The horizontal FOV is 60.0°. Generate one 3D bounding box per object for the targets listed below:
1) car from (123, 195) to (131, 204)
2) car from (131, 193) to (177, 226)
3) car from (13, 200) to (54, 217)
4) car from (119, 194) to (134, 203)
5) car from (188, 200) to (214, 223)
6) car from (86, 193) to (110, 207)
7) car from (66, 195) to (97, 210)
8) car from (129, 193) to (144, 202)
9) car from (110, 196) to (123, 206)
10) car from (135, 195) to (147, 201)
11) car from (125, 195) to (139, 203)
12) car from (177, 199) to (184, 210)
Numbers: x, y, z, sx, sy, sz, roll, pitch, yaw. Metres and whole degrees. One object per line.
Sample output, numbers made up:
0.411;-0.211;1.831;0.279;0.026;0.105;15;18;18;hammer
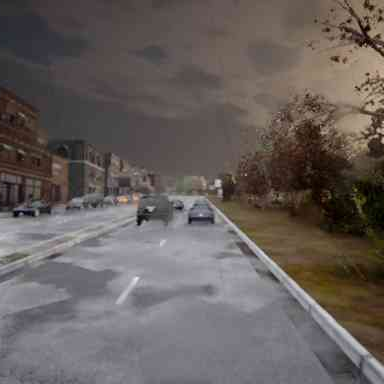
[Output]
-13.618;1.486;63.168;1.946;1.575;5.366;0;0;1;car
-2.587;1.254;24.093;2.150;2.045;5.566;0;0;1;car
-14.293;1.450;30.304;2.163;1.488;4.792;0;0;1;car
-13.500;1.375;68.909;2.185;1.767;4.553;0;0;1;car
0.697;1.611;25.760;1.994;1.385;4.181;0;0;1;car
-13.949;1.204;46.879;2.435;2.045;5.566;0;0;1;car
-14.062;1.445;41.390;2.231;1.521;4.892;0;0;1;car
-13.275;1.272;79.898;2.435;2.045;5.566;0;0;1;car
-13.814;1.476;56.299;2.231;1.521;4.892;0;0;2;car
-13.161;1.536;85.580;2.231;1.521;4.892;0;0;1;car
-13.392;1.509;74.216;1.946;1.575;5.366;0;0;1;car
-2.107;1.633;43.551;1.994;1.385;4.181;0;0;1;car
